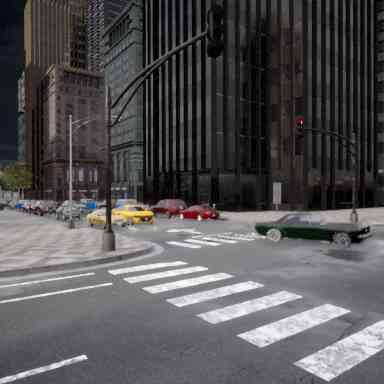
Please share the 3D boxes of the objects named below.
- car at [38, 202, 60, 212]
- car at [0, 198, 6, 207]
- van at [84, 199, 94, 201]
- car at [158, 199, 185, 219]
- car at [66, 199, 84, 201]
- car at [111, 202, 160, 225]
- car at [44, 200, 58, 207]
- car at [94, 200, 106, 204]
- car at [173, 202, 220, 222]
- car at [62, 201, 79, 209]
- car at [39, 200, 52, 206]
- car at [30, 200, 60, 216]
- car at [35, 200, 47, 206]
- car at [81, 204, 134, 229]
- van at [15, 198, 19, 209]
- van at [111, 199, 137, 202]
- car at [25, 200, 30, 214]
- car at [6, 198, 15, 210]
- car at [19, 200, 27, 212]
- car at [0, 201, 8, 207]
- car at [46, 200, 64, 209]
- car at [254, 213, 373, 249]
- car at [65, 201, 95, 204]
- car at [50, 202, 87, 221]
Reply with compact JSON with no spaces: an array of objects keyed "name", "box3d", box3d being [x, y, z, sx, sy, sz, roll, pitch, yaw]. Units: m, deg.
[{"name":"car","box3d":[-22.200,2.283,51.460,2.033,1.411,5.357,0,-1,-36]},{"name":"car","box3d":[-41.402,2.667,73.606,1.887,1.381,4.507,-1,0,-35]},{"name":"van","box3d":[-17.147,2.038,54.340,1.690,1.788,3.998,-1,0,-35]},{"name":"car","box3d":[-2.401,1.669,33.616,2.192,1.841,5.009,-1,0,-35]},{"name":"car","box3d":[-19.338,2.060,52.780,2.097,1.767,4.553,0,-1,-36]},{"name":"car","box3d":[-4.832,1.801,26.894,1.882,1.535,5.008,0,-1,-35]},{"name":"car","box3d":[-31.846,2.596,74.890,1.947,1.339,4.313,-1,0,-35]},{"name":"car","box3d":[-11.249,1.876,46.051,2.192,1.841,5.009,-1,0,-35]},{"name":"car","box3d":[0.554,1.829,29.471,1.887,1.381,4.507,-1,0,-35]},{"name":"car","box3d":[-22.783,2.407,62.185,1.802,1.307,4.206,-1,0,-35]},{"name":"car","box3d":[-34.868,2.661,79.126,1.947,1.339,4.313,-1,0,-35]},{"name":"car","box3d":[-17.749,1.901,40.438,2.192,1.841,5.009,-1,0,-35]},{"name":"car","box3d":[-37.889,2.711,83.361,2.008,1.369,4.403,-1,0,-35]},{"name":"car","box3d":[-6.297,1.844,24.390,1.752,1.417,4.829,-1,0,-35]},{"name":"van","box3d":[-26.260,2.123,52.371,1.690,1.788,3.998,-1,0,-35]},{"name":"van","box3d":[-8.299,1.833,41.906,1.690,1.788,3.998,-1,0,-35]},{"name":"car","box3d":[-20.581,2.196,44.416,1.887,1.381,4.507,-1,0,-35]},{"name":"car","box3d":[-32.036,2.354,60.471,1.967,1.590,4.097,-1,0,-35]},{"name":"car","box3d":[-23.420,2.157,48.393,1.967,1.590,4.097,-1,0,-35]},{"name":"car","box3d":[-44.524,2.771,77.983,1.802,1.307,4.206,-1,0,-35]},{"name":"car","box3d":[-25.046,2.317,60.777,1.882,1.535,5.008,0,-1,-35]},{"name":"car","box3d":[5.274,1.614,14.721,4.718,1.301,1.895,-1,-1,40]},{"name":"car","box3d":[-12.717,2.034,37.986,1.812,1.442,4.674,0,-1,-35]},{"name":"car","box3d":[-12.069,2.004,32.483,2.008,1.369,4.403,-1,0,-35]}]
